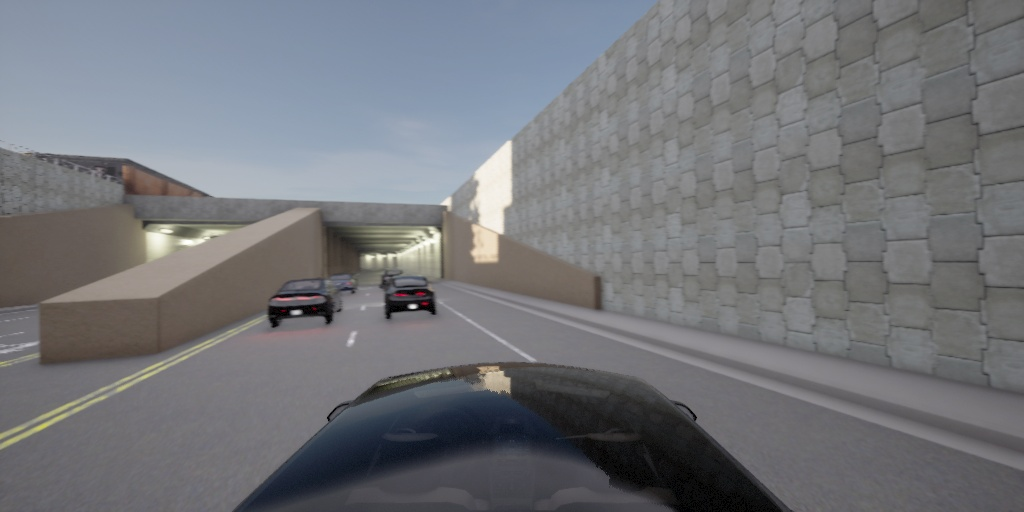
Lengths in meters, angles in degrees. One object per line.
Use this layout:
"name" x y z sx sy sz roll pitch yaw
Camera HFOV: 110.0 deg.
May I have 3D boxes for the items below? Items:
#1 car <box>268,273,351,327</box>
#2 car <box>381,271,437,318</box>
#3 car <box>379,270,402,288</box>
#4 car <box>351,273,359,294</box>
"car" -7.498 1.592 13.382 2.128 1.511 4.902 -1 -1 -20
"car" -4.257 1.538 14.711 1.837 1.490 4.892 -1 0 -20
"car" -9.459 1.845 28.750 2.128 1.511 4.902 -1 -1 -20
"car" -12.001 1.926 25.485 2.033 1.411 5.357 -1 -1 -20
